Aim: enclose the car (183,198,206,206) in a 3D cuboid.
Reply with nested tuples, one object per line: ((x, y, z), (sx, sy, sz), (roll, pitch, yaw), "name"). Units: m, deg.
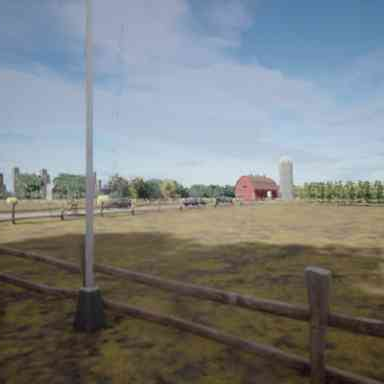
((0.541, 1.758, 59.481), (1.994, 1.385, 4.181), (-2, -1, 35), "car")

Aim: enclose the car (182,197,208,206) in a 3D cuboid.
((0.460, 1.599, 54.526), (2.033, 1.411, 5.357), (-2, -1, 36), "car")

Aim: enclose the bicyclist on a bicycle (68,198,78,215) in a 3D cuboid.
((-11.554, 1.411, 32.260), (1.656, 1.620, 0.582), (0, 0, 35), "bicyclist on a bicycle")

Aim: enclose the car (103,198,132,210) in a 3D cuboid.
((-10.130, 1.615, 44.604), (1.837, 1.490, 4.892), (-2, -1, 35), "car")

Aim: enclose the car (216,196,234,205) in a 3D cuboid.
((6.153, 1.605, 62.648), (1.837, 1.490, 4.892), (-2, -2, 35), "car")
